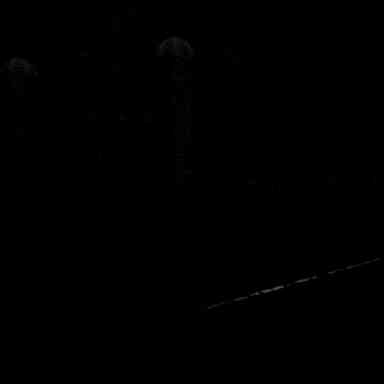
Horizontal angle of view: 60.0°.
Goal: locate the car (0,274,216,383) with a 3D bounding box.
[{"bbox_3d":[-1.921,1.528,2.626,4.674,1.442,1.812,-1,1,-36],"label":"car"}]
